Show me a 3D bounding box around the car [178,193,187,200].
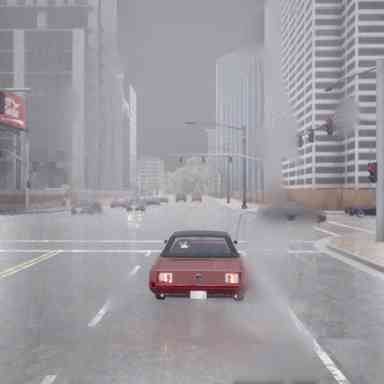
[{"bbox_3d":[-2.297,1.184,84.085,2.097,1.767,4.553,0,0,1],"label":"car"}]

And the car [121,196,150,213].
[{"bbox_3d":[-6.282,1.491,37.707,2.128,1.511,4.902,0,0,-3],"label":"car"}]

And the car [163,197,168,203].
[{"bbox_3d":[-6.014,1.601,69.177,1.895,1.301,4.718,0,0,1],"label":"car"}]

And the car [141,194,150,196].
[{"bbox_3d":[-9.657,1.525,63.072,1.812,1.442,4.674,0,0,1],"label":"car"}]

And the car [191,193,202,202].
[{"bbox_3d":[1.048,1.216,73.394,2.150,2.045,5.566,0,0,1],"label":"car"}]

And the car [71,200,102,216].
[{"bbox_3d":[-10.151,1.493,32.351,2.128,1.511,4.902,0,0,1],"label":"car"}]

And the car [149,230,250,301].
[{"bbox_3d":[0.216,1.601,8.322,1.895,1.301,4.718,0,0,2],"label":"car"}]

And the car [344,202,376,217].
[{"bbox_3d":[16.547,1.601,30.443,4.718,1.301,1.895,0,0,1],"label":"car"}]

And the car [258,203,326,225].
[{"bbox_3d":[7.085,1.525,23.766,4.674,1.442,1.812,0,0,11],"label":"car"}]

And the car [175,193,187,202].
[{"bbox_3d":[-2.452,1.216,73.445,2.150,2.045,5.566,0,0,1],"label":"car"}]

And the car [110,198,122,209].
[{"bbox_3d":[-9.944,1.525,46.061,1.812,1.442,4.674,0,0,1],"label":"car"}]

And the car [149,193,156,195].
[{"bbox_3d":[-9.378,0.970,78.550,2.097,1.767,4.553,0,0,1],"label":"car"}]

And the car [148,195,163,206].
[{"bbox_3d":[-6.317,1.601,54.448,1.895,1.301,4.718,0,0,1],"label":"car"}]
